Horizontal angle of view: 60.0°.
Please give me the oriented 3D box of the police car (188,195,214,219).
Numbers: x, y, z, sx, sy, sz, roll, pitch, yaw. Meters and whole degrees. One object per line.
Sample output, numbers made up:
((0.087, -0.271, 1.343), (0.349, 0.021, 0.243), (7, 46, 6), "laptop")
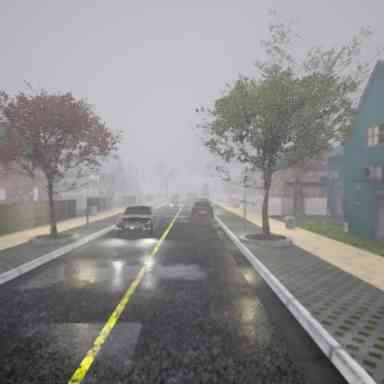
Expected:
((0.822, 1.334, 28.209), (1.930, 1.638, 5.238), (0, 0, 0), "police car")

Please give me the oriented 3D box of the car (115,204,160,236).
((-2.850, 1.439, 18.208), (1.837, 1.490, 4.892), (0, 0, 0), "car")

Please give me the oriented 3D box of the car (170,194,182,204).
((-2.806, 1.228, 58.949), (2.097, 1.767, 4.553), (0, 0, 0), "car")

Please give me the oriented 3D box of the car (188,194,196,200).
((-0.011, 1.285, 85.637), (2.033, 1.411, 5.357), (0, 0, 0), "car")

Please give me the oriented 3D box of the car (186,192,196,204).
((-0.007, 1.098, 62.423), (2.150, 2.045, 5.566), (0, 0, 0), "car")
